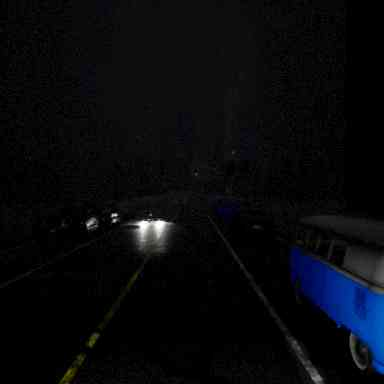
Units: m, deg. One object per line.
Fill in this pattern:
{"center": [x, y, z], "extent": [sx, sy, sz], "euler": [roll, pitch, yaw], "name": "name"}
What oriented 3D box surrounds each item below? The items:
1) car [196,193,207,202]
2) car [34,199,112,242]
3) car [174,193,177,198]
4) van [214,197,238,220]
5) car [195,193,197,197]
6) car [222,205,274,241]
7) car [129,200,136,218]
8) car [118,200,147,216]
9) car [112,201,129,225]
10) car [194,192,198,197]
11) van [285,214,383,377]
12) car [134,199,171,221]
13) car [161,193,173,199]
{"center": [2.570, 1.423, 75.078], "extent": [2.008, 1.369, 4.403], "euler": [0, 0, -1], "name": "car"}
{"center": [-5.764, 1.285, 16.282], "extent": [2.192, 1.841, 5.009], "euler": [0, 0, 0], "name": "car"}
{"center": [-6.131, 1.412, 94.567], "extent": [1.947, 1.339, 4.313], "euler": [0, 0, -1], "name": "car"}
{"center": [2.762, 1.291, 27.310], "extent": [1.690, 1.788, 3.998], "euler": [0, 0, 0], "name": "van"}
{"center": [2.472, 1.402, 85.967], "extent": [1.887, 1.381, 4.507], "euler": [0, 0, -1], "name": "car"}
{"center": [2.762, 1.536, 16.285], "extent": [1.947, 1.339, 4.313], "euler": [0, 0, 0], "name": "car"}
{"center": [-5.763, 1.475, 27.138], "extent": [1.752, 1.417, 4.829], "euler": [0, 0, 0], "name": "car"}
{"center": [-5.762, 1.491, 32.821], "extent": [2.008, 1.369, 4.403], "euler": [0, 0, 0], "name": "car"}
{"center": [-5.763, 1.510, 21.795], "extent": [2.008, 1.369, 4.403], "euler": [0, 0, 0], "name": "car"}
{"center": [2.423, 1.401, 91.411], "extent": [2.008, 1.369, 4.403], "euler": [0, 0, -1], "name": "car"}
{"center": [2.761, 1.331, 5.259], "extent": [1.690, 1.788, 3.998], "euler": [0, 0, 0], "name": "van"}
{"center": [-3.086, 1.515, 26.807], "extent": [1.994, 1.385, 4.181], "euler": [0, 0, 0], "name": "car"}
{"center": [-5.955, 1.423, 75.004], "extent": [2.008, 1.369, 4.403], "euler": [0, 0, -1], "name": "car"}
